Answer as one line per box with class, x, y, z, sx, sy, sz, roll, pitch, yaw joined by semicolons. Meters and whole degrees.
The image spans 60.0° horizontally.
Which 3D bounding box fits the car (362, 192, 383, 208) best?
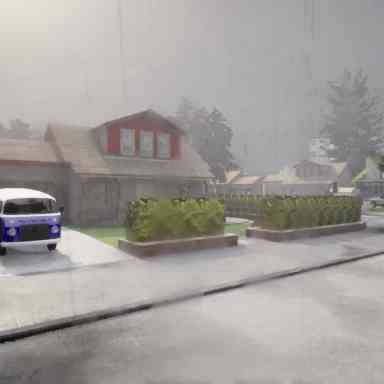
car;22.966;0.985;40.708;3.866;1.878;1.905;0;0;-1
